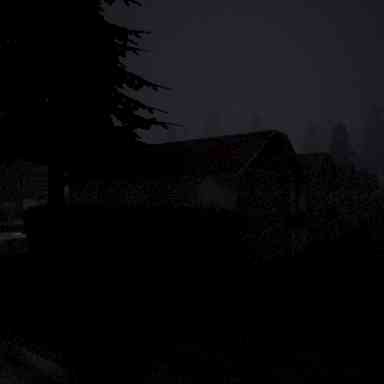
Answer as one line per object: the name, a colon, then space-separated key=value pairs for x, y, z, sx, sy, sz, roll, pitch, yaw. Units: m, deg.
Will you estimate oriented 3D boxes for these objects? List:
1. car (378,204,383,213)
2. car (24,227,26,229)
car: x=22.601 y=2.036 z=41.491 sx=4.902 sy=1.511 sz=2.128 roll=-1 pitch=-1 yaw=29
car: x=-9.437 y=1.864 z=23.760 sx=2.097 sy=1.767 sz=4.553 roll=-1 pitch=-1 yaw=36
